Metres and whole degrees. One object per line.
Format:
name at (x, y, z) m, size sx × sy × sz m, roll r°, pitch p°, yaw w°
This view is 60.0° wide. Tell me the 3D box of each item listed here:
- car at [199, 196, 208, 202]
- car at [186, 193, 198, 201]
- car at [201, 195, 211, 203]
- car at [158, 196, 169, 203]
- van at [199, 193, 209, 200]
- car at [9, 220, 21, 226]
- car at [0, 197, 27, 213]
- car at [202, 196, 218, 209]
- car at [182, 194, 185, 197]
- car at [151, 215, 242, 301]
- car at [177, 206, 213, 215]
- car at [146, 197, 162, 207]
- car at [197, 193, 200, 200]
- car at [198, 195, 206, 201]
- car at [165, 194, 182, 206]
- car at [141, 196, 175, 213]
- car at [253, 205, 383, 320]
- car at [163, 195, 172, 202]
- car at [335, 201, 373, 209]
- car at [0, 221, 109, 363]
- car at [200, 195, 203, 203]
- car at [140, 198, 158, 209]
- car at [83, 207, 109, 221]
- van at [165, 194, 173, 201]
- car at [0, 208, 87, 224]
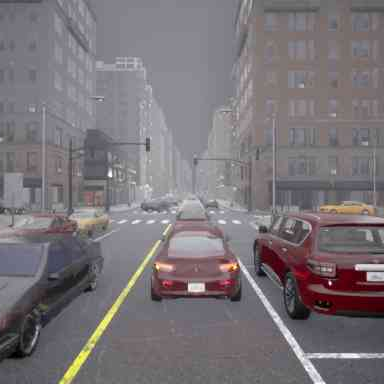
car at (2.716, 1.608, 79.548) m, size 1.802 × 1.307 × 4.206 m, roll 1°, pitch 0°, yaw 0°
car at (0.044, 1.570, 85.243) m, size 2.033 × 1.411 × 5.357 m, roll 0°, pitch 0°, yaw 0°
car at (2.702, 1.594, 51.182) m, size 1.802 × 1.307 × 4.206 m, roll 1°, pitch 0°, yaw 0°
car at (-5.815, 1.602, 68.213) m, size 1.802 × 1.307 × 4.206 m, roll 1°, pitch 0°, yaw 0°
van at (2.710, 1.358, 62.529) m, size 1.690 × 1.788 × 3.998 m, roll 1°, pitch 0°, yaw 0°
car at (-5.845, 1.527, 7.083) m, size 1.752 × 1.417 × 4.829 m, roll 1°, pitch 0°, yaw 0°
car at (-17.245, 1.198, 29.697) m, size 4.553 × 1.767 × 2.097 m, roll 1°, pitch -1°, yaw 0°
car at (2.699, 1.593, 45.508) m, size 1.802 × 1.307 × 4.206 m, roll 1°, pitch 0°, yaw 0°
car at (-2.981, 1.580, 66.900) m, size 1.994 × 1.385 × 4.181 m, roll 0°, pitch 0°, yaw 1°
car at (0.090, 1.528, 8.197) m, size 1.812 × 1.442 × 4.674 m, roll 0°, pitch 0°, yaw 0°
car at (0.072, 1.605, 17.375) m, size 1.895 × 1.301 × 4.718 m, roll 0°, pitch 0°, yaw 0°
car at (-5.824, 1.557, 51.195) m, size 1.887 × 1.381 × 4.507 m, roll 1°, pitch 0°, yaw 0°
car at (2.713, 1.335, 68.202) m, size 2.192 × 1.841 × 5.009 m, roll 1°, pitch 0°, yaw 0°
car at (2.721, 1.599, 90.895) m, size 1.947 × 1.339 × 4.313 m, roll 1°, pitch 0°, yaw 0°
car at (-3.068, 1.514, 52.759) m, size 1.837 × 1.490 × 4.892 m, roll 0°, pitch 1°, yaw 0°
car at (-3.930, 1.555, 38.248) m, size 2.033 × 1.411 × 5.357 m, roll 0°, pitch 0°, yaw 13°
car at (2.683, 1.317, 7.240) m, size 2.192 × 1.841 × 5.009 m, roll 1°, pitch 0°, yaw 0°
car at (-5.808, 1.466, 79.559) m, size 1.967 × 1.590 × 4.097 m, roll 1°, pitch 0°, yaw 0°
car at (15.141, 1.641, 32.697) m, size 5.008 × 1.535 × 1.882 m, roll 0°, pitch -1°, yaw 1°
car at (-3.098, 1.549, 6.228) m, size 2.033 × 1.411 × 5.357 m, roll 0°, pitch 0°, yaw 0°
car at (2.704, 1.597, 56.855) m, size 1.802 × 1.307 × 4.206 m, roll 1°, pitch 0°, yaw 0°
car at (-5.827, 1.555, 45.522) m, size 1.887 × 1.381 × 4.507 m, roll 1°, pitch 0°, yaw 0°
car at (-5.840, 1.529, 18.332) m, size 1.752 × 1.417 × 4.829 m, roll 1°, pitch 0°, yaw 0°
van at (-5.805, 1.371, 85.232) m, size 1.690 × 1.788 × 3.998 m, roll 1°, pitch 0°, yaw 0°
car at (-5.843, 1.547, 12.877) m, size 1.887 × 1.381 × 4.507 m, roll 1°, pitch 0°, yaw 0°
